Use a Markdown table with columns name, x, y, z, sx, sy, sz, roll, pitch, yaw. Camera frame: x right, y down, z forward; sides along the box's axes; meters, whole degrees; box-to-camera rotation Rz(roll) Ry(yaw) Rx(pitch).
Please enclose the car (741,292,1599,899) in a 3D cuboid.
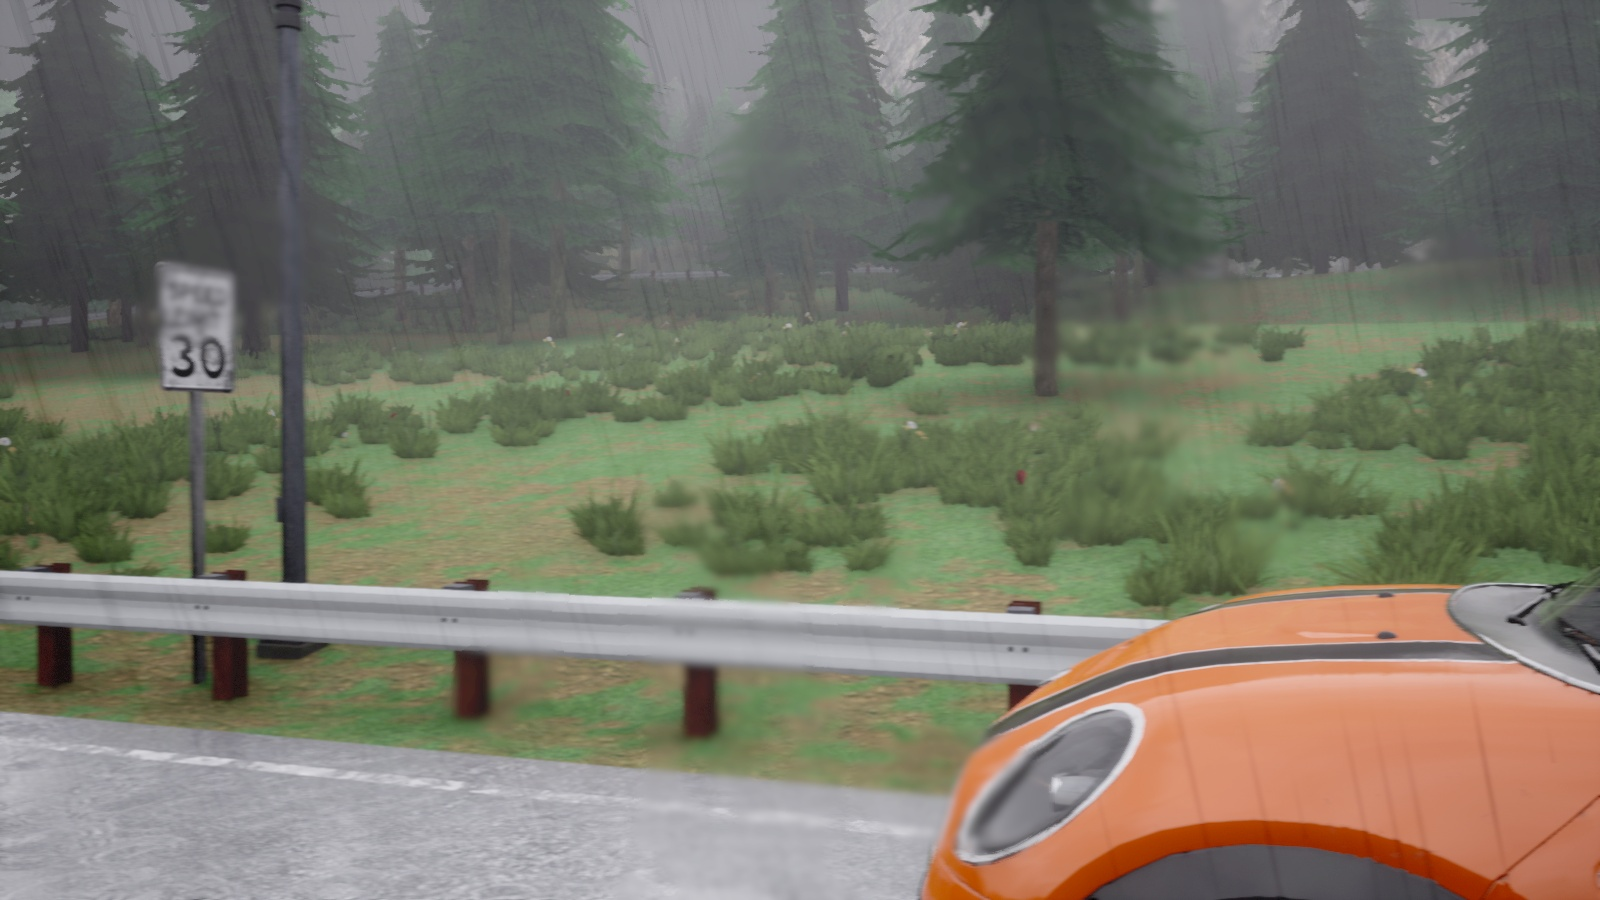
| name | x | y | z | sx | sy | sz | roll | pitch | yaw |
| --- | --- | --- | --- | --- | --- | --- | --- | --- | --- |
| car | 2.395 | 0.656 | 2.355 | 4.553 | 1.767 | 2.097 | 1 | 1 | 25 |
